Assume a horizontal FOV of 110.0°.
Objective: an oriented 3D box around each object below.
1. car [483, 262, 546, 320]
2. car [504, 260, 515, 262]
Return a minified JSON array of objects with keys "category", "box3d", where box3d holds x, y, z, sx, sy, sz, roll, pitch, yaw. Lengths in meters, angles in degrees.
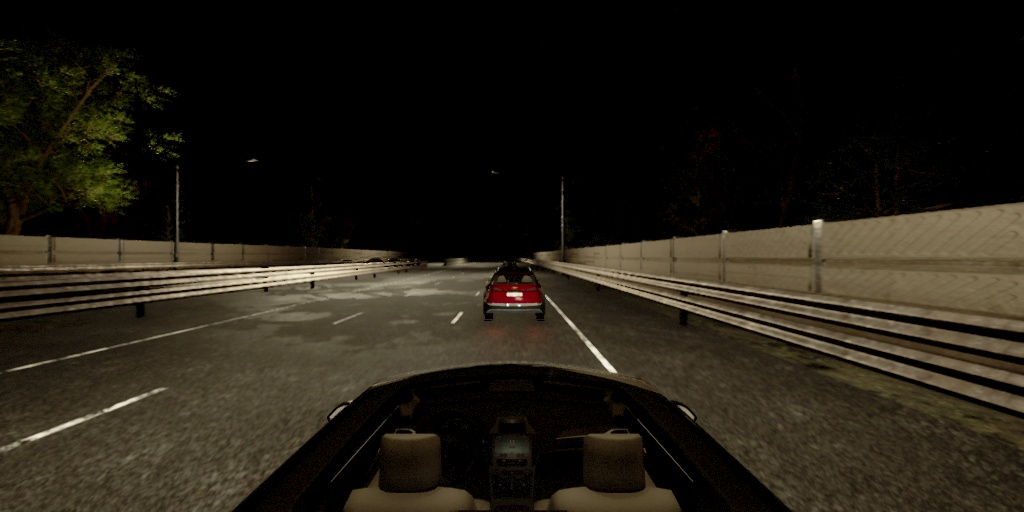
[{"category":"car","box3d":[0.067,1.180,12.605,2.033,1.649,4.856,0,0,0]},{"category":"car","box3d":[-0.272,1.259,43.290,1.837,1.490,4.892,0,0,-1]}]
